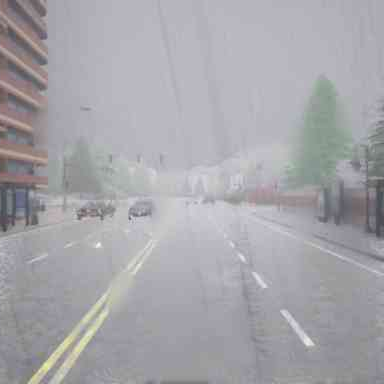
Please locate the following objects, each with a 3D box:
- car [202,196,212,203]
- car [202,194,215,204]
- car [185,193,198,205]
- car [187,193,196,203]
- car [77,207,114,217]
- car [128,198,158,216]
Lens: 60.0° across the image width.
[{"bbox_3d":[3.388,1.659,76.318,1.994,1.385,4.181,0,0,0],"label":"car"},{"bbox_3d":[3.403,1.402,65.960,2.150,2.045,5.566,0,0,0],"label":"car"},{"bbox_3d":[-0.092,1.408,65.927,2.150,2.045,5.566,0,0,0],"label":"car"},{"bbox_3d":[-0.112,1.334,76.344,2.150,2.045,5.566,0,0,0],"label":"car"},{"bbox_3d":[-7.035,1.322,24.742,1.895,1.301,4.718,0,0,0],"label":"car"},{"bbox_3d":[-3.535,1.225,24.777,1.837,1.490,4.892,0,0,0],"label":"car"}]
